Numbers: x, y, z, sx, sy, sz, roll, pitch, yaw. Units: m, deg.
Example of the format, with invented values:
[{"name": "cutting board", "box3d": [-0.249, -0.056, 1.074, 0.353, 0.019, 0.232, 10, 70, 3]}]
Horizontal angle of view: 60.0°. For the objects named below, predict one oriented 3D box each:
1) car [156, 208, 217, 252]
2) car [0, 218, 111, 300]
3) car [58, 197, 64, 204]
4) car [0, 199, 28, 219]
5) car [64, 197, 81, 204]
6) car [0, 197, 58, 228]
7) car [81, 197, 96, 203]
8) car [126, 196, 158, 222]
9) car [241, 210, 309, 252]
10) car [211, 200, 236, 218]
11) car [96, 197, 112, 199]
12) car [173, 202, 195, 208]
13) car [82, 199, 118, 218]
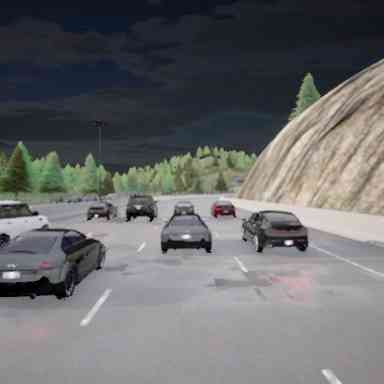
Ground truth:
[{"name": "car", "box3d": [-0.253, 1.591, 14.007, 1.994, 1.385, 4.181, -1, 0, -1]}, {"name": "car", "box3d": [-3.619, 1.616, 8.592, 1.994, 1.385, 4.181, -1, 0, -1]}, {"name": "car", "box3d": [-29.563, 1.806, 73.193, 1.837, 1.490, 4.892, -1, 0, 1]}, {"name": "car", "box3d": [-18.463, 1.595, 33.049, 2.097, 1.767, 4.553, -1, 0, -1]}, {"name": "car", "box3d": [-26.015, 1.892, 74.335, 2.033, 1.411, 5.357, -1, 0, 1]}, {"name": "car", "box3d": [-7.212, 1.315, 12.283, 2.150, 2.045, 5.566, -1, 0, -1]}, {"name": "car", "box3d": [-22.520, 1.819, 74.168, 1.837, 1.490, 4.892, -1, 0, 1]}, {"name": "car", "box3d": [-4.131, 1.312, 27.889, 2.150, 2.045, 5.566, -1, 0, -1]}, {"name": "car", "box3d": [3.253, 1.496, 13.806, 1.837, 1.490, 4.892, -1, 0, -1]}, {"name": "car", "box3d": [2.802, 1.503, 30.590, 1.882, 1.535, 5.008, -1, 0, -1]}, {"name": "car", "box3d": [-19.024, 1.825, 74.000, 2.033, 1.411, 5.357, -1, 0, 1]}, {"name": "car", "box3d": [-0.693, 1.585, 29.967, 1.812, 1.442, 4.674, -1, 0, -2]}, {"name": "car", "box3d": [-7.654, 1.632, 28.790, 1.837, 1.490, 4.892, -1, 0, -1]}]
